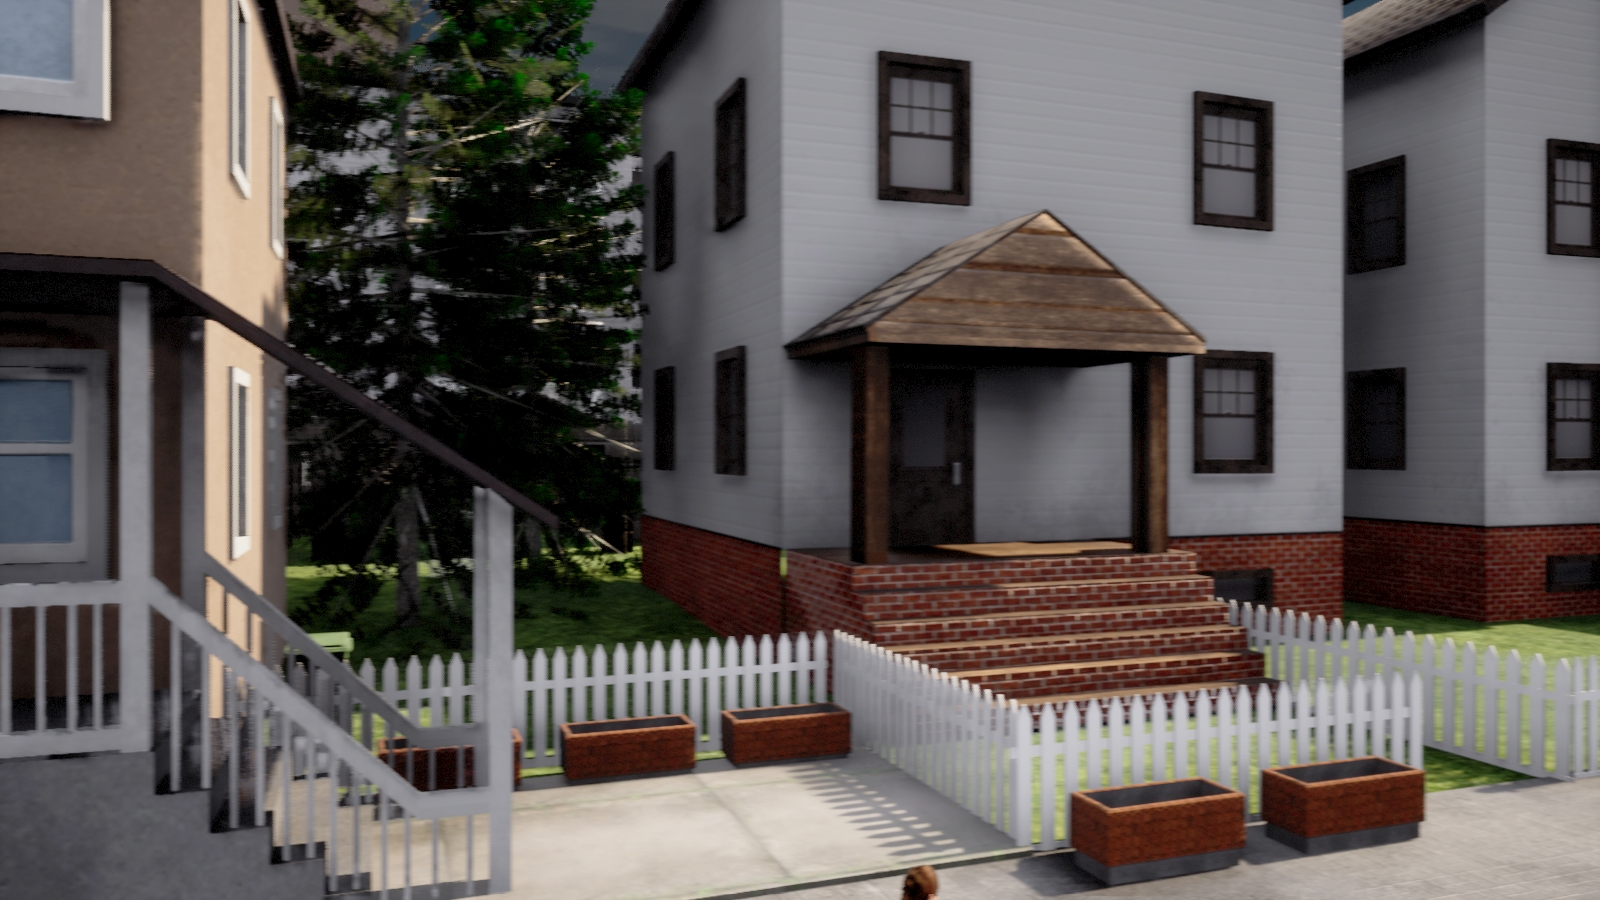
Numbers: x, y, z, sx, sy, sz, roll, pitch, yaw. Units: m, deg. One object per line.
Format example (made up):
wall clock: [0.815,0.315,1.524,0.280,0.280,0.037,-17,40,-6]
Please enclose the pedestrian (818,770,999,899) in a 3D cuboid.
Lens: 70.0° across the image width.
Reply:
pedestrian: [0.426,1.905,4.481,0.500,1.100,0.500,0,0,-44]
